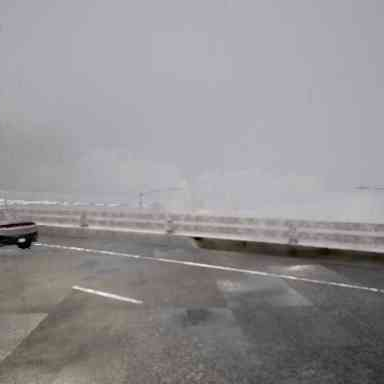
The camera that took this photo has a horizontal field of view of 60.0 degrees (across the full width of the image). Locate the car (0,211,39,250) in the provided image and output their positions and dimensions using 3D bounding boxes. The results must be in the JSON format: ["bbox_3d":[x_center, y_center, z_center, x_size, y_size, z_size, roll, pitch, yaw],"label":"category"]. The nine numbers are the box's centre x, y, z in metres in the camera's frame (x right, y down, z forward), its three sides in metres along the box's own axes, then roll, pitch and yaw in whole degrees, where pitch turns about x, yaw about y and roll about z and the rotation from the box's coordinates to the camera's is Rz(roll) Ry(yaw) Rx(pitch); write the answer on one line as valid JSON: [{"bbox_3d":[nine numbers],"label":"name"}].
[{"bbox_3d":[-8.018,1.455,12.722,4.902,1.511,2.128,0,0,29],"label":"car"}]
